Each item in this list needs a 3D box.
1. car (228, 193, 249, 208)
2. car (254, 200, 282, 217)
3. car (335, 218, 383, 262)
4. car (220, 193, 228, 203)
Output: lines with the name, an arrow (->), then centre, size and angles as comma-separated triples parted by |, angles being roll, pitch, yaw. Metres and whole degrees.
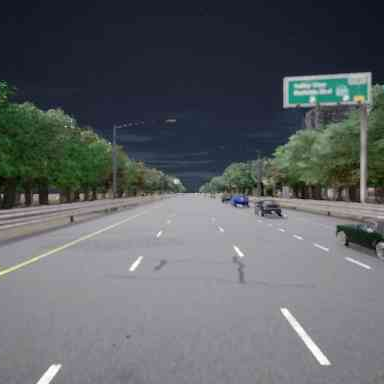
car -> 7.042, 1.233, 49.389 | 2.150, 2.045, 5.566 | 0, 0, 0
car -> 7.025, 1.501, 31.119 | 1.837, 1.490, 4.892 | 0, 0, 0
car -> 7.004, 1.601, 12.063 | 1.895, 1.301, 4.718 | 0, 0, 0
car -> 7.061, 1.215, 67.403 | 2.150, 2.045, 5.566 | 0, 0, 0
